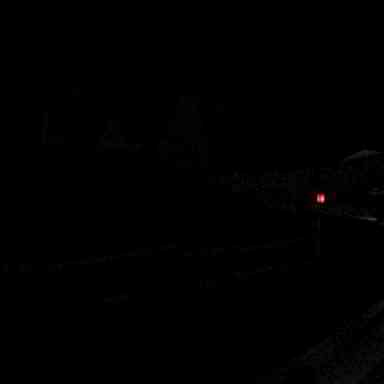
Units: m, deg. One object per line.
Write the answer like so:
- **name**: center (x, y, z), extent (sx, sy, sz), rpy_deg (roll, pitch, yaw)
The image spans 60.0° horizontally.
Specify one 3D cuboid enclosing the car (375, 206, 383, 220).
- **car**: center (16.033, 1.636, 26.071), extent (1.994, 1.385, 4.181), rpy_deg (0, 0, 9)
